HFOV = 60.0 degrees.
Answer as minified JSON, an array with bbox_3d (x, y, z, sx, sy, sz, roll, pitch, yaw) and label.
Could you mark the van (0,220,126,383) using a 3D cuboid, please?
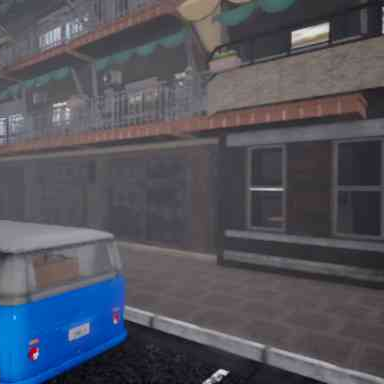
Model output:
[{"bbox_3d":[-2.783,1.346,4.845,3.998,1.788,1.690,0,1,36],"label":"van"}]
